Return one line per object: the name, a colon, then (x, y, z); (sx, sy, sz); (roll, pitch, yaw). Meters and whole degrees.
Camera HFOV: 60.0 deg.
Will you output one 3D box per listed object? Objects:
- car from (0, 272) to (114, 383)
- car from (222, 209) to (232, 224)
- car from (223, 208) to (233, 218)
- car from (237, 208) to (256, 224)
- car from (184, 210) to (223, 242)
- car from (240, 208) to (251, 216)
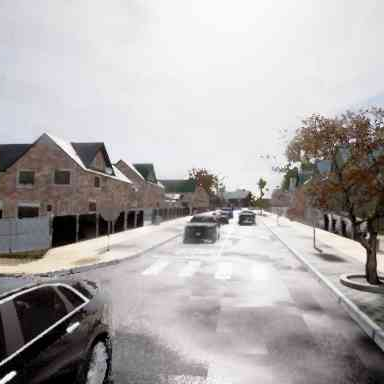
car: (-2.165, 1.547, 2.506); (1.837, 1.490, 4.892); (-1, -2, 9)
car: (3.113, 2.834, 36.786); (1.895, 1.301, 4.718); (0, -2, 9)
car: (5.327, 3.203, 50.787); (1.882, 1.535, 5.008); (0, -2, 9)
car: (6.284, 2.812, 38.078); (1.837, 1.490, 4.892); (0, -2, 9)
car: (0.729, 2.191, 21.265); (1.882, 1.535, 5.008); (0, -2, 9)
car: (10.002, 3.739, 62.293); (1.994, 1.385, 4.181); (0, -2, 9)
